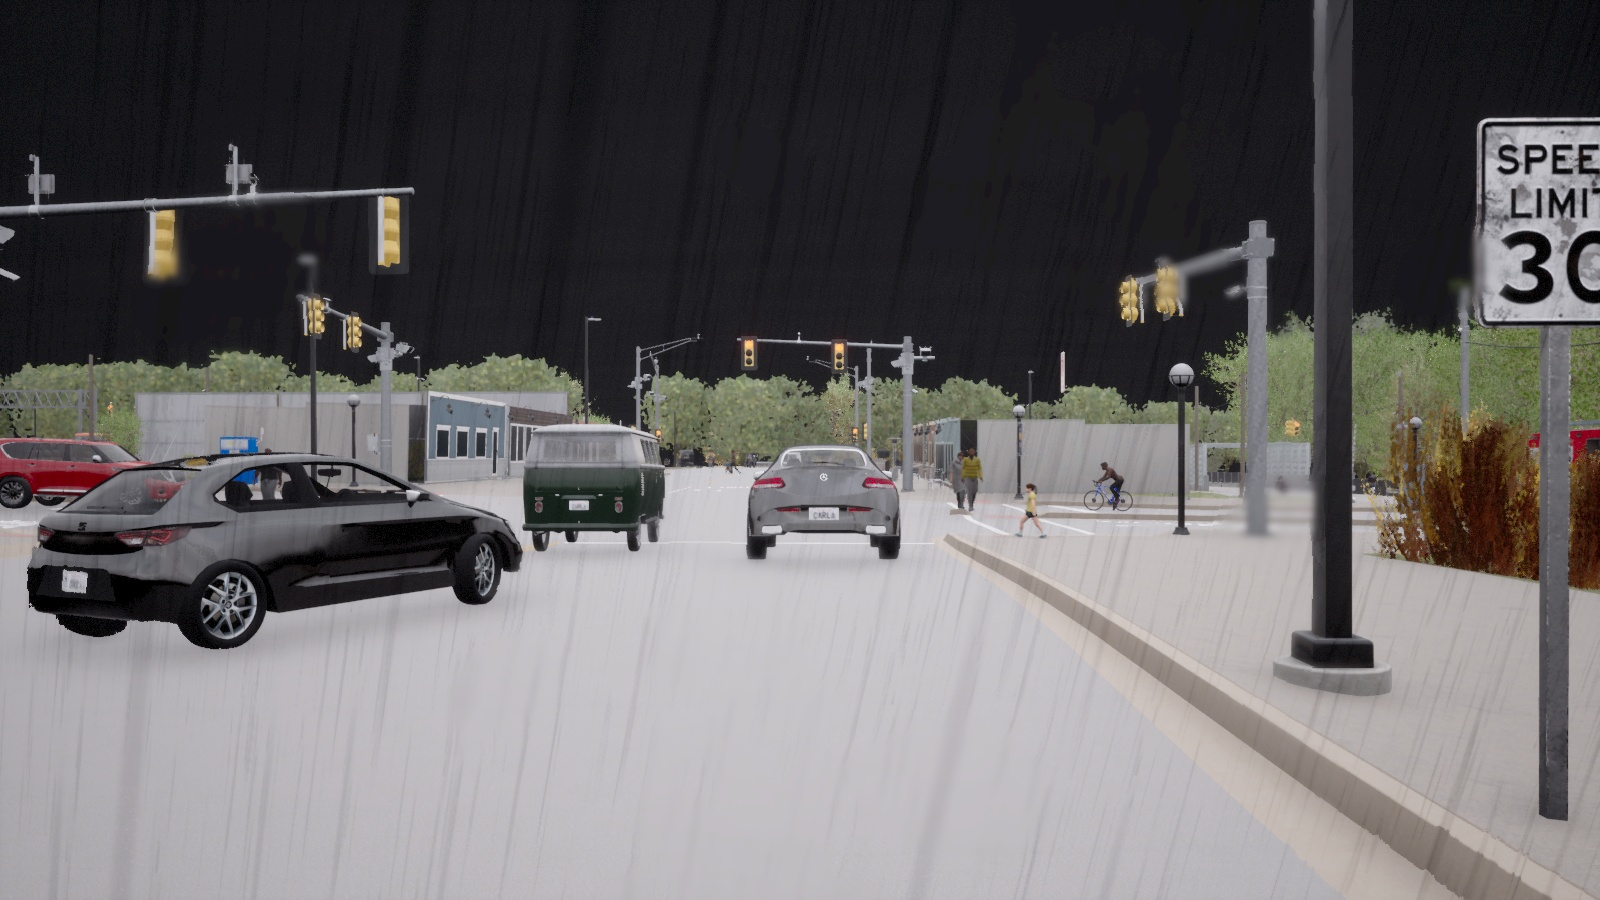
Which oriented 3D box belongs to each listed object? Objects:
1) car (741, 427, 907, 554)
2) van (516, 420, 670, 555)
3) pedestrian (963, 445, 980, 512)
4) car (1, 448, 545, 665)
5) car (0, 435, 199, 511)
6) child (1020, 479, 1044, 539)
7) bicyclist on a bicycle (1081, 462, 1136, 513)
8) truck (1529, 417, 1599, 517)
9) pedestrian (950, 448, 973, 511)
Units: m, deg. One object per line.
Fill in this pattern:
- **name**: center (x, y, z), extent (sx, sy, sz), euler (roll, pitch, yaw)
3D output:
- **car**: center (0.350, 0.588, 18.883), extent (2.152, 1.651, 5.027), euler (0, -1, 1)
- **van**: center (-3.282, 0.598, 20.731), extent (1.775, 1.987, 4.442), euler (0, -1, 0)
- **pedestrian**: center (4.816, 0.790, 35.324), extent (0.431, 1.840, 0.709), euler (0, 1, 4)
- **car**: center (-4.332, 0.746, 11.057), extent (1.816, 1.474, 4.193), euler (0, 1, 28)
- **car**: center (-21.005, 0.661, 36.899), extent (5.566, 2.045, 2.150), euler (1, 0, -3)
- **child**: center (4.408, 1.116, 23.849), extent (0.394, 1.110, 0.255), euler (0, 1, 27)
- **bicyclist on a bicycle**: center (10.250, 1.247, 41.787), extent (1.656, 1.620, 0.582), euler (1, -1, 0)
- **truck**: center (32.124, 0.681, 48.744), extent (2.891, 3.827, 8.468), euler (0, -1, 2)
- **pedestrian**: center (5.033, 0.904, 39.190), extent (0.659, 1.952, 0.873), euler (0, 1, 3)
